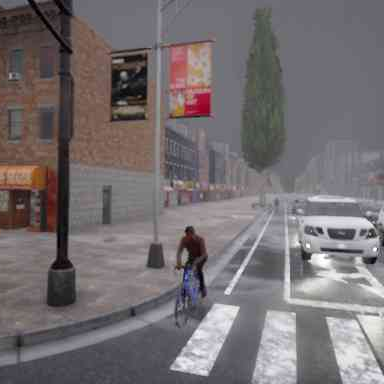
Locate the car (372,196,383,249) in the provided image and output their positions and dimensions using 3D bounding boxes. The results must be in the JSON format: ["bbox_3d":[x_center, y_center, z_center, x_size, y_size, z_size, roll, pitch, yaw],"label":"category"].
[{"bbox_3d":[8.390,1.245,11.967,2.150,2.045,5.566,1,1,16],"label":"car"}]

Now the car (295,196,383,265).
[{"bbox_3d":[5.094,1.193,12.255,2.150,2.045,5.566,1,1,16],"label":"car"}]

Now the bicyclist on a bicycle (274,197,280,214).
[{"bbox_3d":[7.702,1.312,30.290,0.582,1.620,1.656,1,1,17],"label":"bicyclist on a bicycle"}]

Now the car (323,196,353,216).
[{"bbox_3d":[14.128,1.291,32.484,2.097,1.767,4.553,1,1,16],"label":"car"}]

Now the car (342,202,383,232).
[{"bbox_3d":[10.995,1.490,21.286,1.837,1.490,4.892,1,1,16],"label":"car"}]

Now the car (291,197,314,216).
[{"bbox_3d":[10.758,1.364,32.519,1.882,1.535,5.008,1,1,16],"label":"car"}]

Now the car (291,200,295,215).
[{"bbox_3d":[7.719,1.423,21.650,2.128,1.511,4.902,1,1,16],"label":"car"}]

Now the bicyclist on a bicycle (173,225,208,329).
[{"bbox_3d":[0.004,1.402,5.875,0.582,1.620,1.656,1,1,17],"label":"bicyclist on a bicycle"}]
